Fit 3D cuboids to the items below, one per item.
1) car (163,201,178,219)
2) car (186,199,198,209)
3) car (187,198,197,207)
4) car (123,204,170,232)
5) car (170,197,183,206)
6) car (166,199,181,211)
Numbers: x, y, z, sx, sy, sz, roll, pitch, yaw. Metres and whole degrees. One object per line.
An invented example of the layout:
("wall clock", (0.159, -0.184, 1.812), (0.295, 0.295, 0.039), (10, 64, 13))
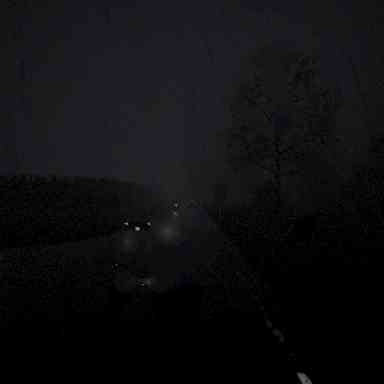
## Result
("car", (-2.822, 1.859, 32.999), (1.994, 1.385, 4.181), (0, 0, 2))
("car", (0.066, 2.069, 54.770), (1.895, 1.301, 4.718), (0, 0, 1))
("car", (0.020, 2.019, 64.794), (1.882, 1.535, 5.008), (0, 0, 0))
("car", (-2.975, 1.749, 21.736), (2.033, 1.411, 5.357), (0, 0, 3))
("car", (-2.732, 1.685, 59.786), (2.128, 1.511, 4.902), (0, 0, 0))
("car", (-2.824, 1.741, 44.562), (2.097, 1.767, 4.553), (0, 0, 0))
